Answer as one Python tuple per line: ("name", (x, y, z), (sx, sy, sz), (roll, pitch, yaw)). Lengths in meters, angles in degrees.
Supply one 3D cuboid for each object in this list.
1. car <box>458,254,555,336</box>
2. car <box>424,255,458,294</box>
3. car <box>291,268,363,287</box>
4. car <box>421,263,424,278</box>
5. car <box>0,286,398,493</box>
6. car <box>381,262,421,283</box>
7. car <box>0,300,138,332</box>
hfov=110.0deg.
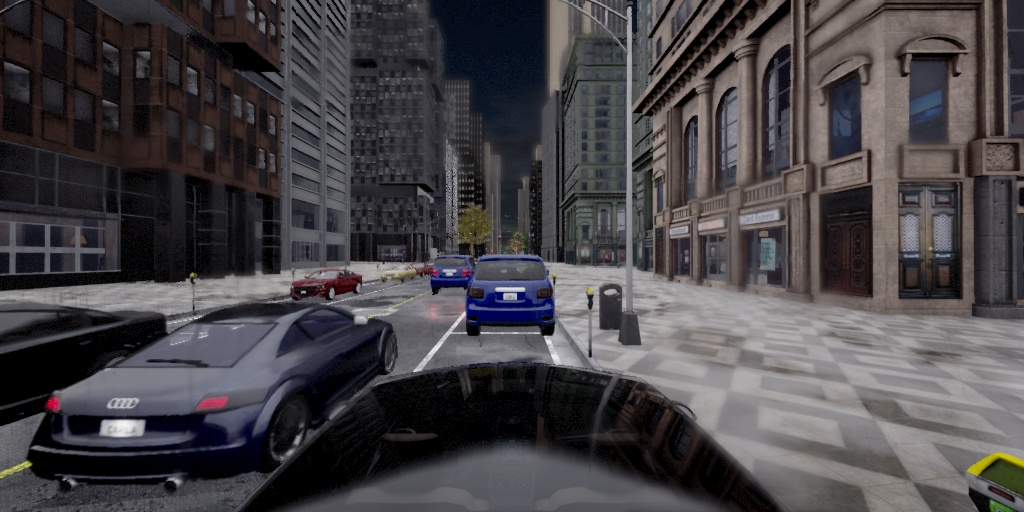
("car", (-0.039, 0.979, 10.530), (2.150, 2.045, 5.566), (0, 0, 0))
("car", (-3.048, 0.974, 20.141), (2.150, 2.045, 5.566), (0, 0, 0))
("car", (-8.919, 1.296, 17.578), (1.888, 1.381, 4.507), (0, 0, 0))
("car", (-8.922, 1.298, 34.154), (1.888, 1.381, 4.507), (0, 0, 0))
("car", (-3.045, 1.314, 4.809), (1.994, 1.385, 4.181), (0, 0, 0))
("car", (-8.921, 1.278, 28.459), (1.751, 1.417, 4.829), (0, 0, 0))
("car", (-6.234, 1.227, 3.416), (1.882, 1.535, 5.008), (0, 0, 0))
